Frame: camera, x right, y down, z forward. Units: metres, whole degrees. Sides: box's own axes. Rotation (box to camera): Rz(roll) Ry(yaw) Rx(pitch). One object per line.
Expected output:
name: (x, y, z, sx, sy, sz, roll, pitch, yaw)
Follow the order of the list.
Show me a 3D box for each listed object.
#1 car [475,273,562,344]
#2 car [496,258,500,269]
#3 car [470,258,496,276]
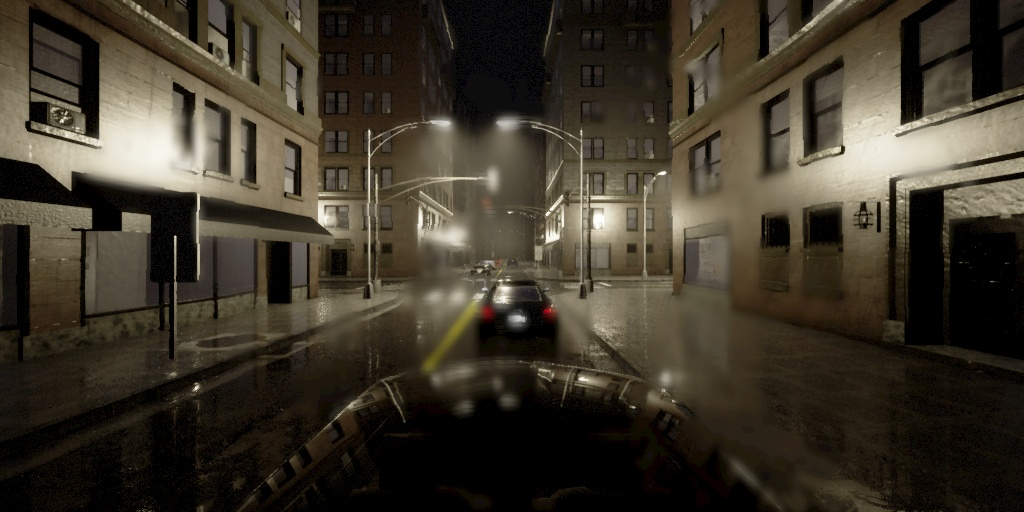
car: (0.117, 1.314, 9.592, 1.994, 1.385, 4.181, 0, 0, -1)
car: (-3.079, 1.291, 49.044, 2.033, 1.411, 5.357, 0, 0, 0)
car: (-3.083, 1.238, 36.419, 2.128, 1.511, 4.902, 0, 0, 0)
